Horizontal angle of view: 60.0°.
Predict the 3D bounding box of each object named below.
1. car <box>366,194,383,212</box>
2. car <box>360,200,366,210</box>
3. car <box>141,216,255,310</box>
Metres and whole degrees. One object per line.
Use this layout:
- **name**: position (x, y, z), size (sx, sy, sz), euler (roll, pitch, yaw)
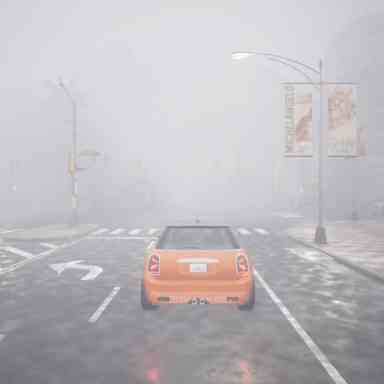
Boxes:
- **car**: position (22.078, 1.352, 36.239), size (4.553, 1.767, 2.097), euler (0, 0, 1)
- **car**: position (23.205, 1.221, 39.735), size (5.566, 2.045, 2.150), euler (0, 0, 1)
- **car**: position (0.111, 1.352, 7.957), size (2.097, 1.767, 4.553), euler (0, 0, 0)
